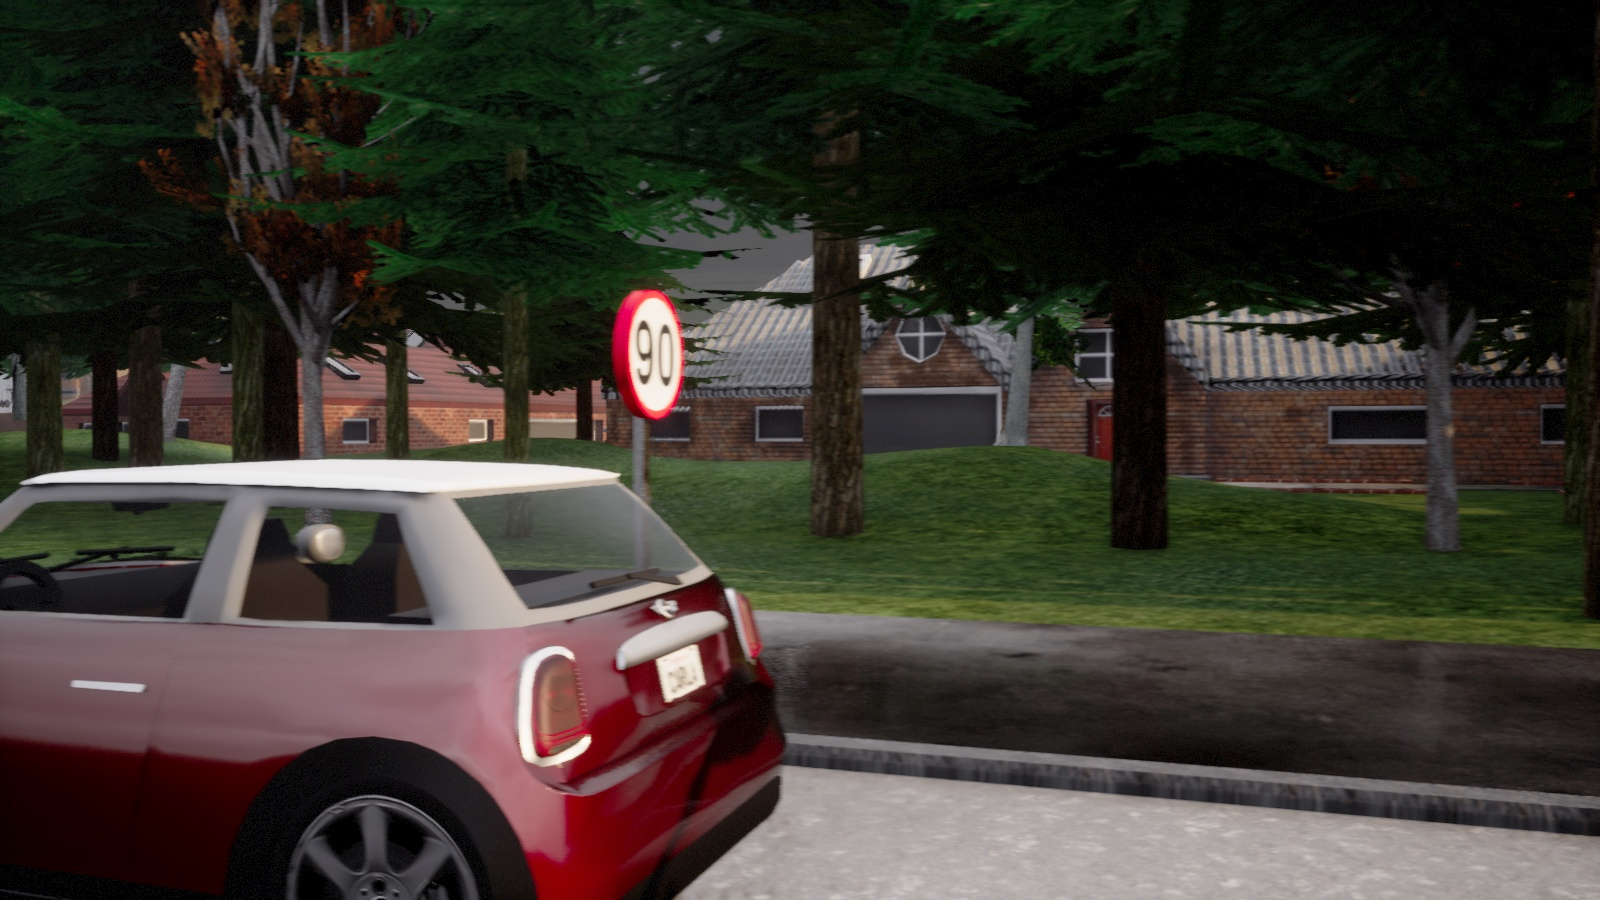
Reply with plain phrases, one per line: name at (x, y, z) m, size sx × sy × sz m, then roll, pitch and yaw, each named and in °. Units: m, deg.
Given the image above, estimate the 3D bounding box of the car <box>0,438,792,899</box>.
car at (-2.151, 0.712, 4.444) m, size 3.806 × 1.475 × 1.970 m, roll 1°, pitch 1°, yaw 19°
